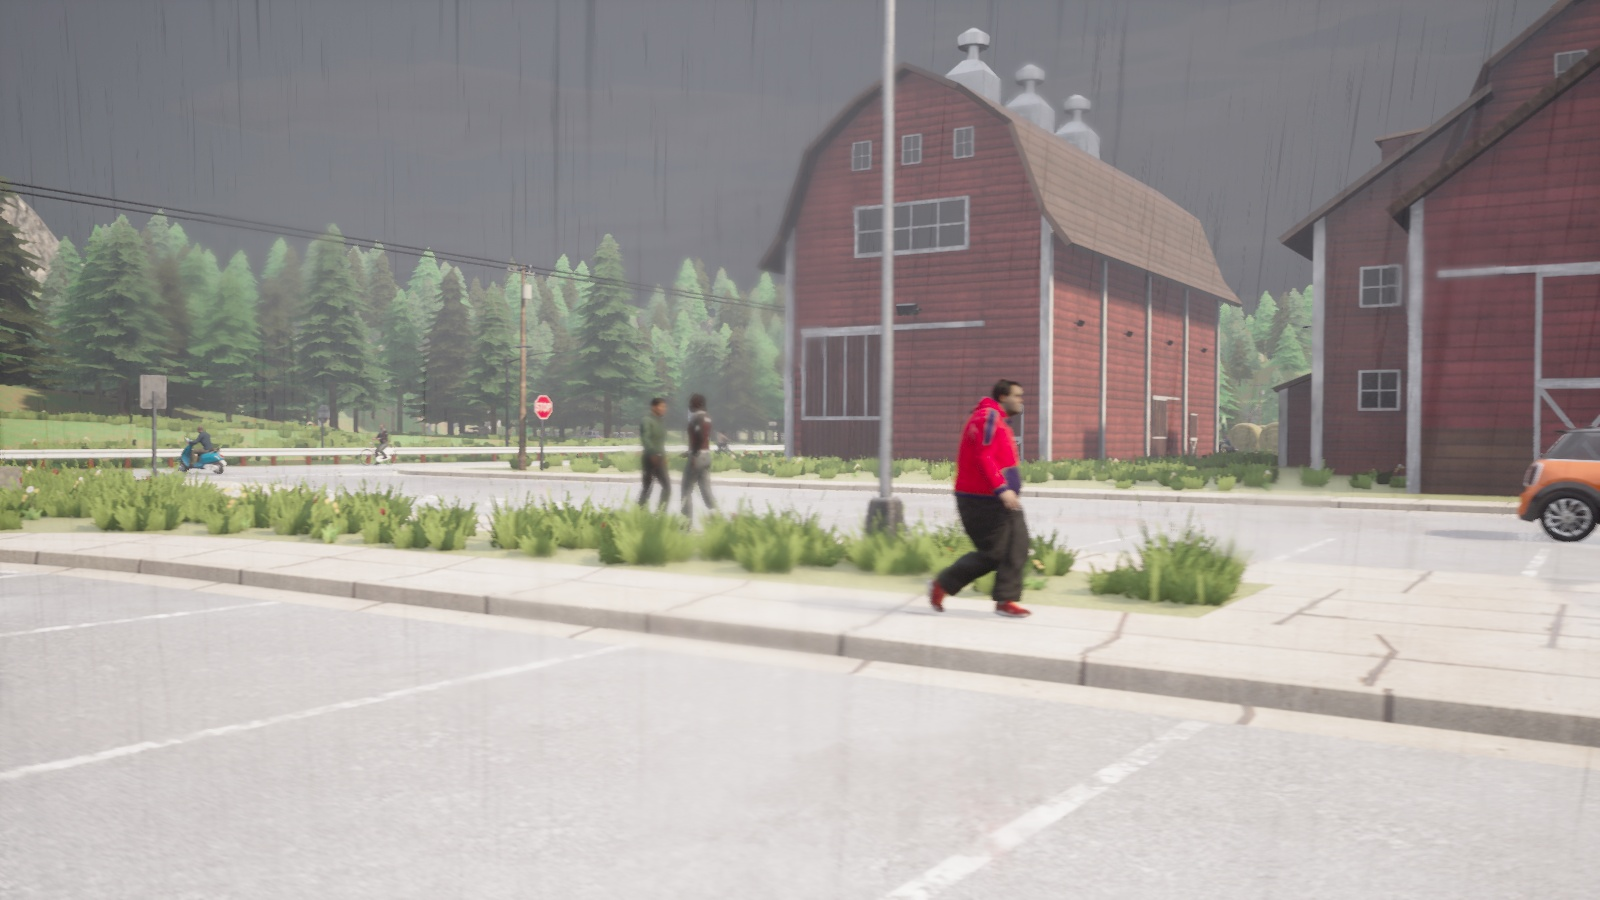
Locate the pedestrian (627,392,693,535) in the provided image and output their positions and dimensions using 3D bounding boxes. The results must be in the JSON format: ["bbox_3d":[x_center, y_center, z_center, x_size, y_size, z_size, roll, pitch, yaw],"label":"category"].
[{"bbox_3d":[-1.958,0.182,17.548,0.788,1.949,0.423,0,1,29],"label":"pedestrian"}]

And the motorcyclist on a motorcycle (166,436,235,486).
[{"bbox_3d":[-19.645,0.362,41.138,1.817,1.590,0.866,0,2,8],"label":"motorcyclist on a motorcycle"}]

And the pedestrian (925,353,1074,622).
[{"bbox_3d":[1.445,0.255,9.072,0.899,1.844,0.634,0,1,26],"label":"pedestrian"}]

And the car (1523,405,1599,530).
[{"bbox_3d":[12.924,0.227,17.796,4.553,1.767,2.097,0,1,32],"label":"car"}]

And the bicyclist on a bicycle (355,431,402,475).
[{"bbox_3d":[-17.568,0.113,52.365,0.659,1.776,1.843,0,1,33],"label":"bicyclist on a bicycle"}]

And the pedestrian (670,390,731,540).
[{"bbox_3d":[-1.309,0.189,16.486,0.666,1.930,0.402,0,1,26],"label":"pedestrian"}]
